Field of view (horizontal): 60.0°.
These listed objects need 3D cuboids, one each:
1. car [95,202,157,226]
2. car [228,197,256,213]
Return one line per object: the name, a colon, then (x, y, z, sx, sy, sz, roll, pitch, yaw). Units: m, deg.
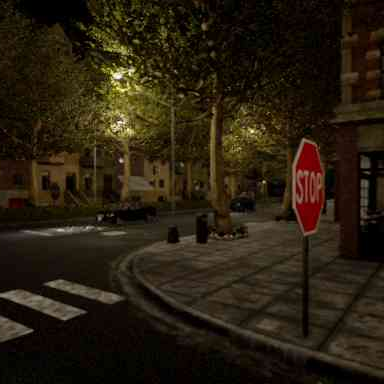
car: (-4.622, 1.499, 23.807, 2.128, 1.511, 4.902, 0, 0, 36)
car: (5.386, 1.358, 37.472, 2.097, 1.767, 4.553, 0, 0, 36)
